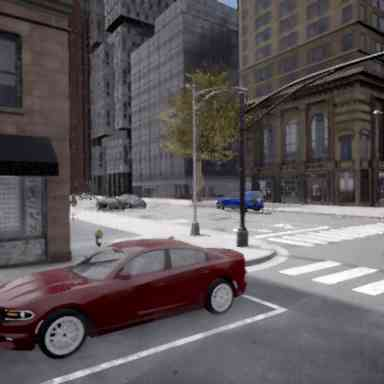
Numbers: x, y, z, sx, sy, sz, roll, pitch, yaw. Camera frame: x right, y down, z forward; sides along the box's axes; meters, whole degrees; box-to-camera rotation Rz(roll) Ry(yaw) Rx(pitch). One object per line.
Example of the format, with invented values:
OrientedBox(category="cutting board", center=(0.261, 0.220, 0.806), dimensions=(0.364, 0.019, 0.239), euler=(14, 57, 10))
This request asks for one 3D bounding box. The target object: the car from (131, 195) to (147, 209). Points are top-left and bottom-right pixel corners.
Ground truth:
OrientedBox(category="car", center=(-7.157, 1.093, 39.372), dimensions=(2.097, 1.767, 4.553), euler=(-1, 1, -35))

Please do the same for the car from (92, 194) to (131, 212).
OrientedBox(category="car", center=(-8.863, 1.278, 36.165), dimensions=(1.882, 1.535, 5.008), euler=(-1, 1, -35))

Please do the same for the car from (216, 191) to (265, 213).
OrientedBox(category="car", center=(4.843, 0.961, 33.883), dimensions=(2.150, 2.045, 5.566), euler=(-1, 1, -35))

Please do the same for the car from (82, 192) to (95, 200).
OrientedBox(category="car", center=(-16.156, 0.734, 52.155), dimensions=(1.837, 1.490, 4.892), euler=(-1, 1, -35))

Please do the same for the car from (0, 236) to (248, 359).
OrientedBox(category="car", center=(-0.993, 1.545, 5.954), dimensions=(4.507, 1.381, 1.887), euler=(0, -1, -36))

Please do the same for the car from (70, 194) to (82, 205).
OrientedBox(category="car", center=(-18.798, 1.148, 50.273), dimensions=(1.882, 1.535, 5.008), euler=(-1, 1, -35))
